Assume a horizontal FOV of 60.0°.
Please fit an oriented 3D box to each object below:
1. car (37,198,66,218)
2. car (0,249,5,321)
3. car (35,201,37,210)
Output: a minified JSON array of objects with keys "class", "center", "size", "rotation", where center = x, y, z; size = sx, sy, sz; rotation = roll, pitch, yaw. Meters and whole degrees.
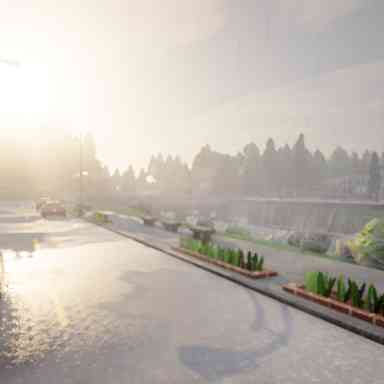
[{"class":"car","center":[-12.839,1.548,30.671],"size":[1.994,1.385,4.181],"rotation":[0,0,-27]},{"class":"car","center":[-4.777,1.561,6.418],"size":[1.994,1.385,4.181],"rotation":[0,0,-28]},{"class":"car","center":[-17.594,1.484,39.758],"size":[1.837,1.490,4.892],"rotation":[0,0,-27]}]
